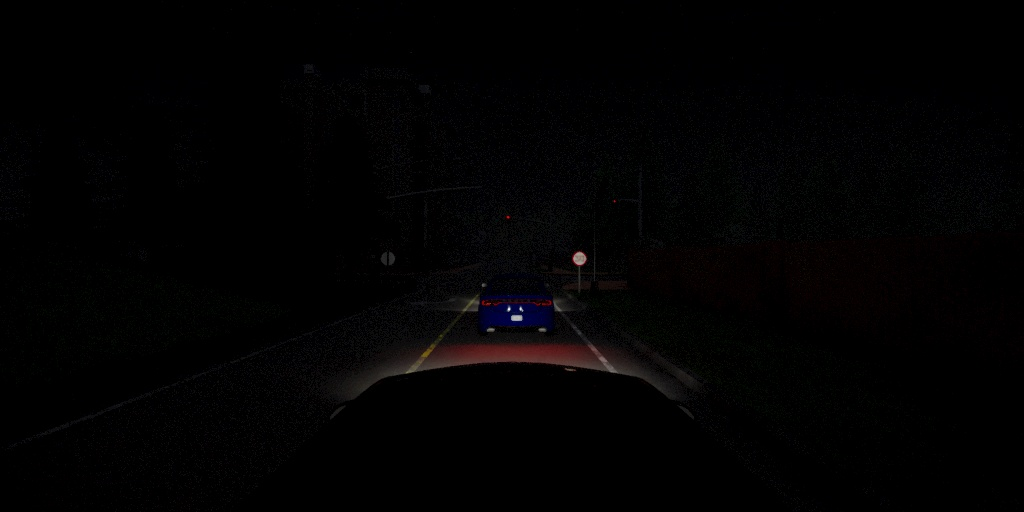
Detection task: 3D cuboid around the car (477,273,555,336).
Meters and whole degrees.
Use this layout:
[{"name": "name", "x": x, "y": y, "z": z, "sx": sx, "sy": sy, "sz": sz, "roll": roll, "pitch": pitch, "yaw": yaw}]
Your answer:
[{"name": "car", "x": 0.100, "y": 1.228, "z": 10.438, "sx": 1.882, "sy": 1.535, "sz": 5.008, "roll": 0, "pitch": 0, "yaw": 0}]
